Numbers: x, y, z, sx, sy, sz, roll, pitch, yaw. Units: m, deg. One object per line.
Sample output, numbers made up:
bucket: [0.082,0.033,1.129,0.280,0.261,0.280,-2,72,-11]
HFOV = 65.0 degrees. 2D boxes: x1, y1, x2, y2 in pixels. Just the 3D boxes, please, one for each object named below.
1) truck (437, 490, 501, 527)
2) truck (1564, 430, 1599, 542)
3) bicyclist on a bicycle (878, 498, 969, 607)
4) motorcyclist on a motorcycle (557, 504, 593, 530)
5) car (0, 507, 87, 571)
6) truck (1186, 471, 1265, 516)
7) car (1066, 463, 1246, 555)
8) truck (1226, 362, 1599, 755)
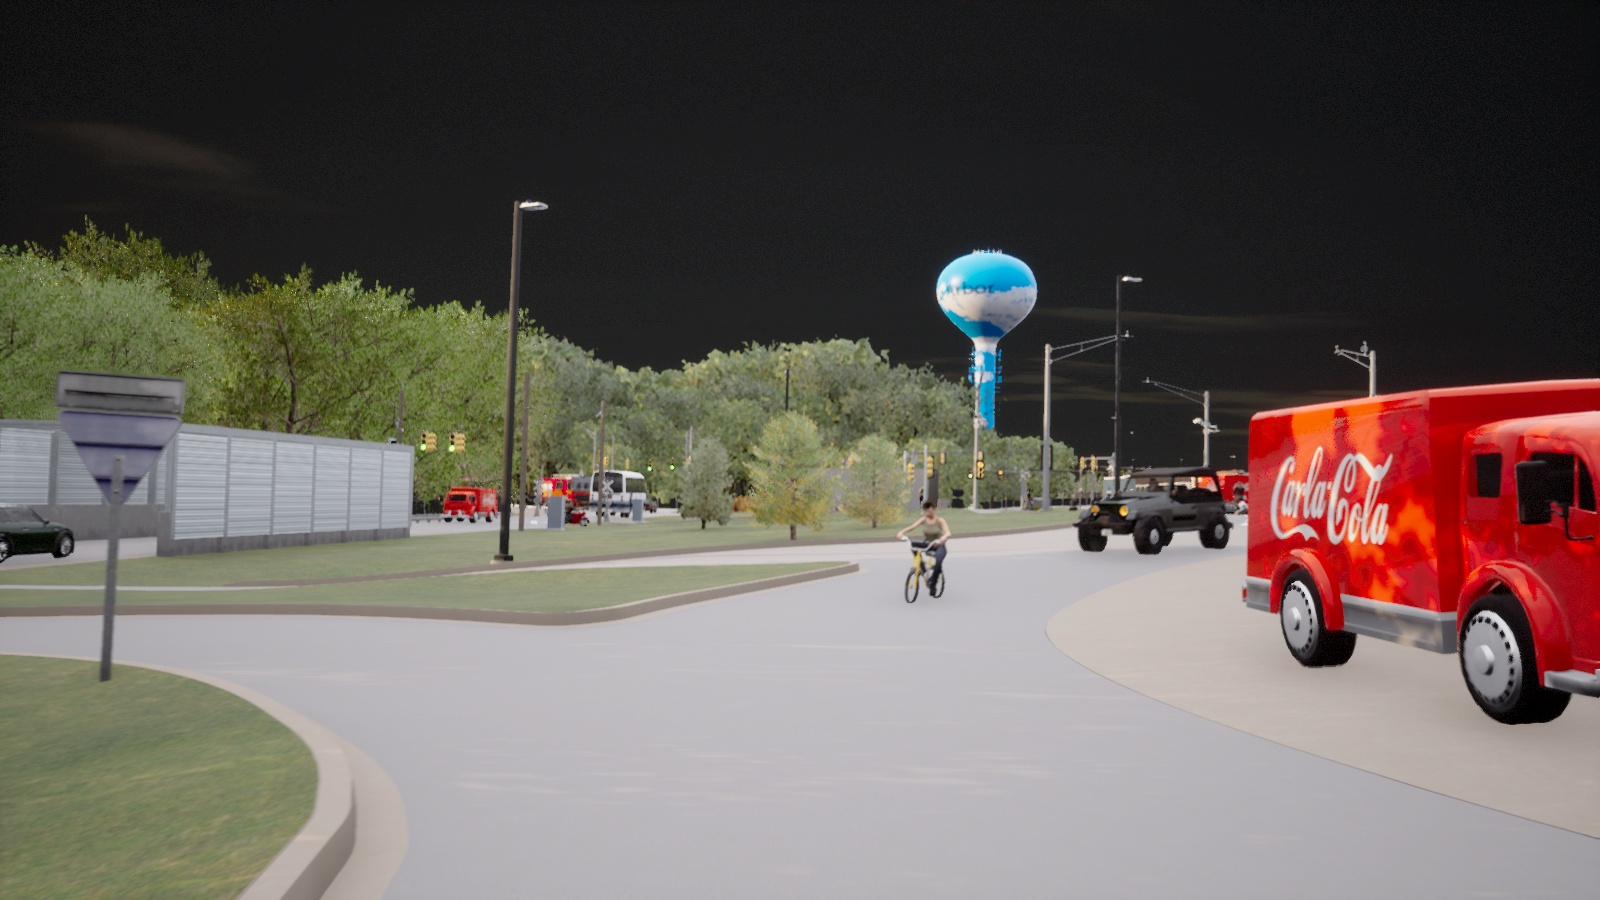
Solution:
truck: [-23.250,4.091,88.370,2.627,2.467,5.204,1,-2,6]
truck: [20.373,0.767,27.791,5.204,2.467,2.627,-1,-4,6]
bicyclist on a bicycle: [1.988,1.606,20.064,0.866,1.612,1.509,2,0,30]
motorcyclist on a motorcycle: [-13.918,4.156,77.670,2.044,1.523,0.797,-2,-3,-4]
car: [-24.131,2.662,38.264,2.097,1.767,4.553,1,-2,1]
truck: [25.137,2.603,74.446,2.627,2.467,5.204,1,-4,-4]
car: [8.148,1.297,28.657,3.866,1.878,1.905,-1,-2,-36]
truck: [5.997,0.661,10.607,2.627,2.467,5.204,-4,-1,-3]
